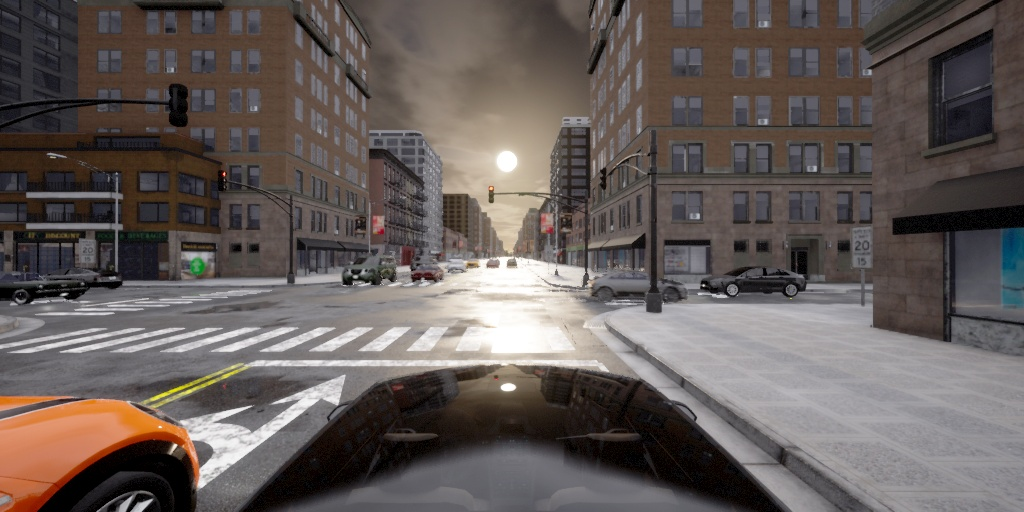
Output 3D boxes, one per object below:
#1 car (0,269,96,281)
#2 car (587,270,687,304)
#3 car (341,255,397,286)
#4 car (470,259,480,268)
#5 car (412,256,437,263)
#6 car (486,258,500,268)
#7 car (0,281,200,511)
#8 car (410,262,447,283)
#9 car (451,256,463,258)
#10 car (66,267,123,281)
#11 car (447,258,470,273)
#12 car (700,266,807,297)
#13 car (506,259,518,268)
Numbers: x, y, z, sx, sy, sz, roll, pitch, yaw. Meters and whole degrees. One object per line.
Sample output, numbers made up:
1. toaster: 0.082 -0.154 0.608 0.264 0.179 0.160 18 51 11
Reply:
1. car: -21.517 1.345 15.456 4.718 1.301 1.895 0 0 0
2. car: 5.494 1.326 16.075 4.181 1.385 1.994 0 0 7
3. car: -9.895 0.978 25.415 2.150 2.045 5.566 0 0 0
4. car: -6.676 1.221 61.517 1.882 1.535 5.008 0 0 0
5. car: -9.920 0.971 40.804 2.150 2.045 5.566 0 0 0
6. car: -3.373 1.307 61.942 1.994 1.385 4.181 0 0 0
7. car: -3.237 1.102 0.595 2.097 1.767 4.553 0 0 0
8. car: -6.515 1.352 27.873 1.895 1.301 4.718 0 0 -3
9. car: -9.913 0.966 63.964 2.150 2.045 5.566 0 0 0
10. car: -25.412 1.331 20.948 4.313 1.339 1.948 0 0 0
11. car: -6.682 1.274 43.759 1.812 1.442 4.674 0 0 0
12. car: 12.423 1.295 18.634 4.892 1.490 1.837 0 0 1
13. car: -0.024 1.248 63.081 1.837 1.490 4.892 0 0 0
